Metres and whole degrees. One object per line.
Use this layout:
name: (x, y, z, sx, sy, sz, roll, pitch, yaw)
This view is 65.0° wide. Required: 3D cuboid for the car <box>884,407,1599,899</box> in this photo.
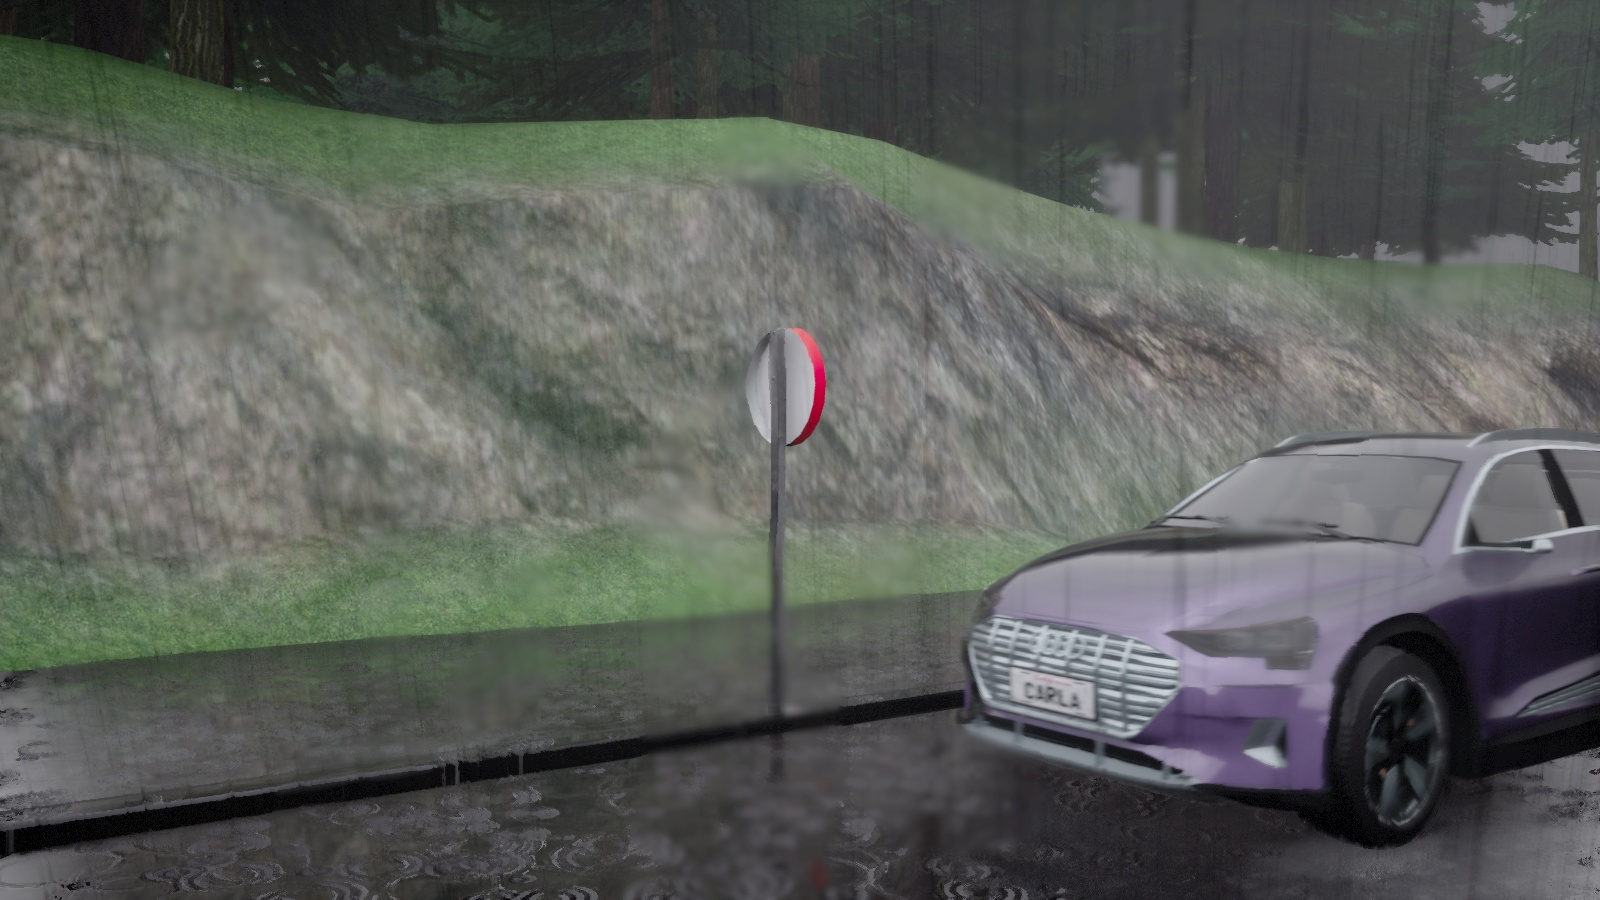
car: (2.968, 0.684, 6.347, 4.856, 1.649, 2.033, 0, 0, -34)
